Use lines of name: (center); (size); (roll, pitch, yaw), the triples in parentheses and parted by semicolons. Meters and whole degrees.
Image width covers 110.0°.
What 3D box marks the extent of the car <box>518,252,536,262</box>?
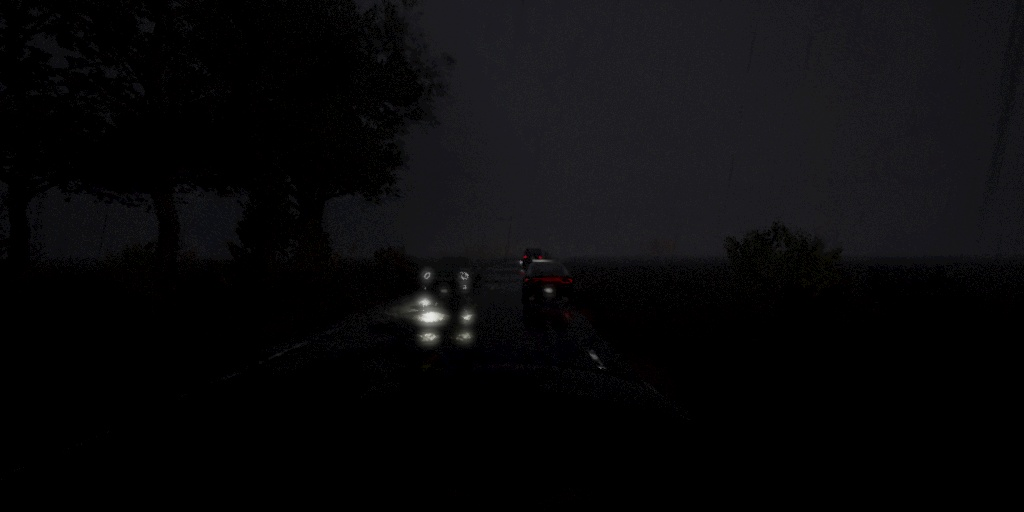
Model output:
car: (2.480, 0.071, 57.308); (2.033, 1.411, 5.357); (0, 1, 12)

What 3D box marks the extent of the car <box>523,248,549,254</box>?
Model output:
car: (2.402, 0.185, 37.779); (2.150, 2.045, 5.566); (0, 1, 8)

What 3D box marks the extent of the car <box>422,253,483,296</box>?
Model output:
car: (-2.619, 0.776, 16.653); (2.097, 1.767, 4.553); (0, 1, 3)

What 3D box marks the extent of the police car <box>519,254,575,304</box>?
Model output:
police car: (1.359, 0.898, 14.577); (1.930, 1.638, 5.238); (0, 1, 3)

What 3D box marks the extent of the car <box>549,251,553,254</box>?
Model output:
car: (5.003, -0.046, 53.939); (2.097, 1.767, 4.553); (0, 1, 11)
